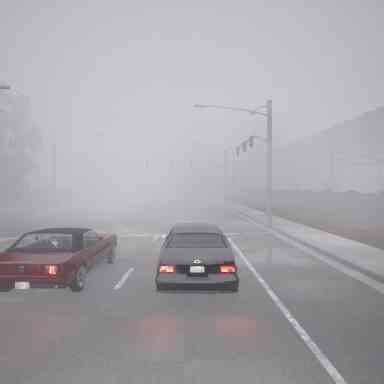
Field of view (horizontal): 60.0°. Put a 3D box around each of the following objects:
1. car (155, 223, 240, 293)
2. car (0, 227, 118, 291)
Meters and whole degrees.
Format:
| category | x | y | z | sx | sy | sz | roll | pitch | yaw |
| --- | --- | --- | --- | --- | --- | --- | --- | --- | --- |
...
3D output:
| category | x | y | z | sx | sy | sz | roll | pitch | yaw |
| --- | --- | --- | --- | --- | --- | --- | --- | --- | --- |
| car | 0.104 | 1.547 | 8.977 | 2.033 | 1.411 | 5.357 | 0 | 0 | 0 |
| car | -3.386 | 1.597 | 8.927 | 1.895 | 1.301 | 4.718 | 0 | 0 | 1 |
